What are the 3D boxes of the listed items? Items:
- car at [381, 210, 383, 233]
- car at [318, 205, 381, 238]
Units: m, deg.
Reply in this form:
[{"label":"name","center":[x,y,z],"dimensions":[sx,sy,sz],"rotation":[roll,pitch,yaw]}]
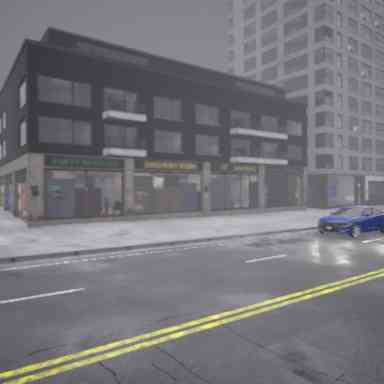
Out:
[{"label":"car","center":[11.119,1.515,15.612],"dimensions":[4.892,1.490,1.837],"rotation":[0,0,-35]},{"label":"car","center":[8.830,1.490,17.972],"dimensions":[5.008,1.535,1.882],"rotation":[0,0,-36]}]
